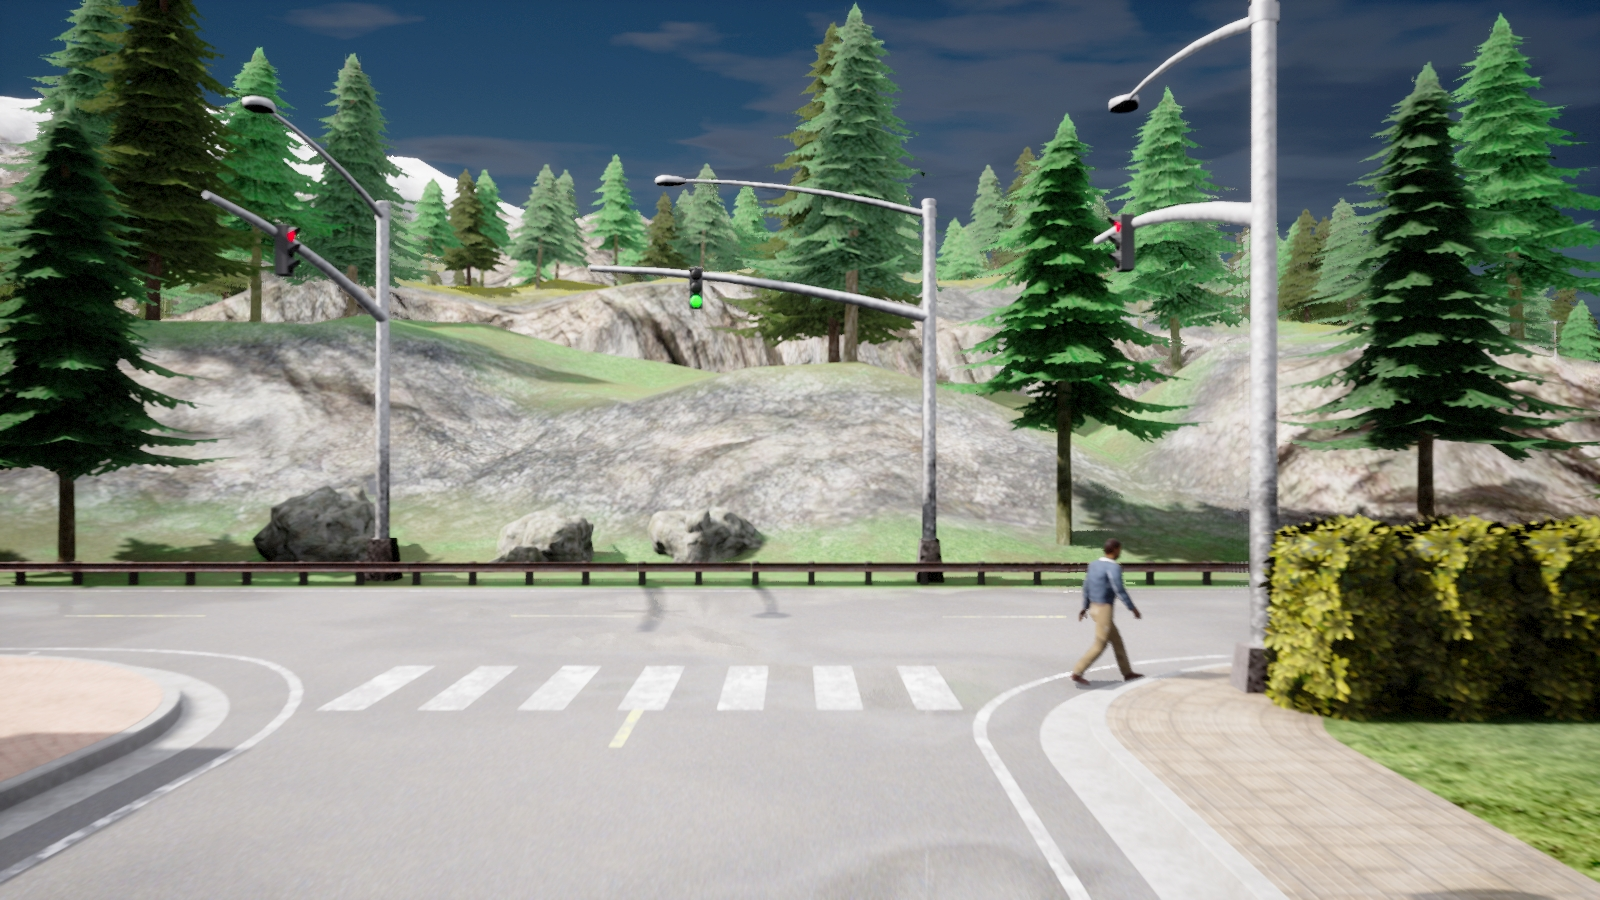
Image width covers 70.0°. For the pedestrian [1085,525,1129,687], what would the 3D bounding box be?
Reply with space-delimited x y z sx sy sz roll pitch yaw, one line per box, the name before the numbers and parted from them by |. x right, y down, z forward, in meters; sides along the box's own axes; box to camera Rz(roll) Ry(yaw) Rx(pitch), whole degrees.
pedestrian | 3.643 1.837 13.577 0.375 1.860 0.375 0 0 -11
